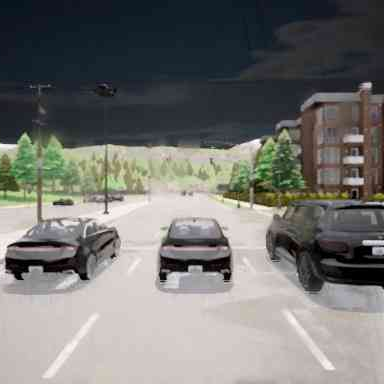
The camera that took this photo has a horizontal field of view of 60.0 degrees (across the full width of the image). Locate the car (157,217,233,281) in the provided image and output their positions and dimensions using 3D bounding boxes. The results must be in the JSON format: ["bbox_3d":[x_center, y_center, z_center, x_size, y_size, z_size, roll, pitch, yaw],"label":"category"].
[{"bbox_3d":[0.075,1.480,9.775,2.128,1.511,4.902,0,0,0],"label":"car"}]

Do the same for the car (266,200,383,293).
[{"bbox_3d":[3.578,1.209,8.967,2.150,2.045,5.566,0,0,0],"label":"car"}]

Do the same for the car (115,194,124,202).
[{"bbox_3d":[-16.294,1.387,73.397,1.882,1.535,5.008,0,0,0],"label":"car"}]

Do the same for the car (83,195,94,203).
[{"bbox_3d":[-19.798,1.415,64.982,2.128,1.511,4.902,0,0,0],"label":"car"}]

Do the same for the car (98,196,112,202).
[{"bbox_3d":[-19.793,1.502,75.642,1.895,1.301,4.718,0,0,0],"label":"car"}]

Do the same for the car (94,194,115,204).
[{"bbox_3d":[-16.307,1.449,62.168,1.812,1.442,4.674,0,0,0],"label":"car"}]

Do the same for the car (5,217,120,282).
[{"bbox_3d":[-3.425,1.480,9.733,2.128,1.511,4.902,0,0,0],"label":"car"}]

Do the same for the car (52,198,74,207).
[{"bbox_3d":[-19.685,1.538,50.937,1.895,1.301,4.718,0,0,-1],"label":"car"}]

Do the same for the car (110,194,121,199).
[{"bbox_3d":[-19.789,1.099,85.938,1.994,1.385,4.181,0,0,0],"label":"car"}]
